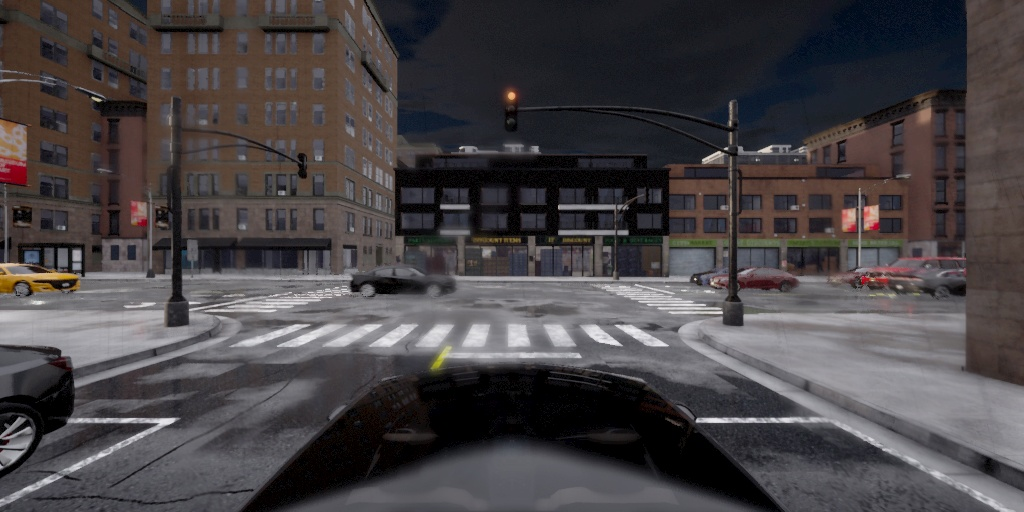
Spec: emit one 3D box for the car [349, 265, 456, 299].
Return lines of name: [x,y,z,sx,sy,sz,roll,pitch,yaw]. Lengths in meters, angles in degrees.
car: [-5.234,1.209,17.461,5.008,1.535,1.882,0,0,0]

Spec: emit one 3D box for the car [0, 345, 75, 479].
car: [-5.387,1.316,1.910,1.948,1.339,4.313,0,0,0]

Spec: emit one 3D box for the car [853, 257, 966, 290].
car: [23.999,1.102,21.043,5.566,2.045,2.150,0,0,0]

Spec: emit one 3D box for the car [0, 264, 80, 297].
car: [-24.113,1.119,17.362,5.008,1.535,1.882,0,0,0]

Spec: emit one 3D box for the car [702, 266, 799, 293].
car: [14.105,1.354,21.008,4.674,1.442,1.812,0,0,1]

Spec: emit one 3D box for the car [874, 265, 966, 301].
car: [21.442,1.359,17.596,4.902,1.511,2.128,0,0,0]

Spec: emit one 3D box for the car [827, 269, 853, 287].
car: [24.167,1.407,24.298,4.674,1.442,1.812,0,0,0]

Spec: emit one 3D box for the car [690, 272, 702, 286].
car: [14.405,1.394,24.260,4.181,1.385,1.994,0,0,0]

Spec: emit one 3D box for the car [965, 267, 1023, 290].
car: [34.121,1.498,24.352,4.181,1.385,1.994,0,0,0]
